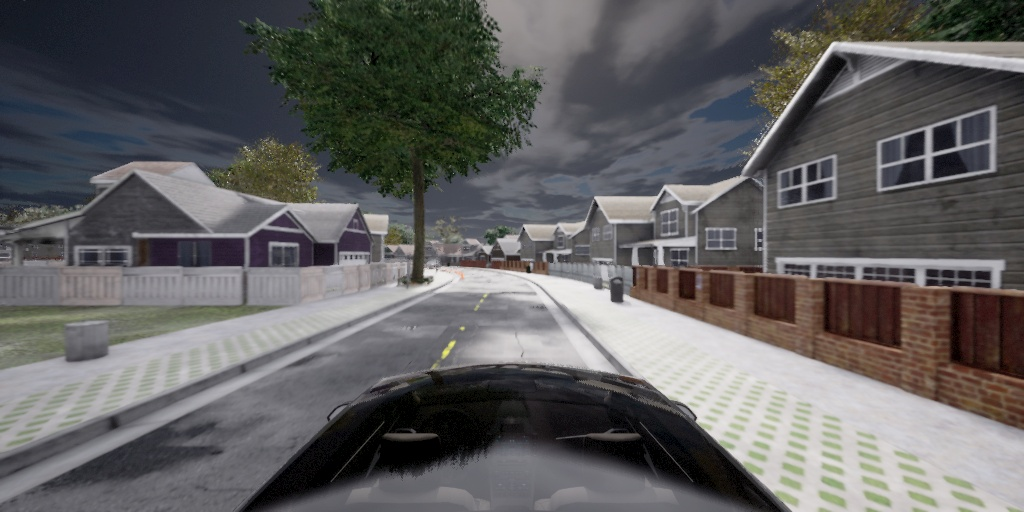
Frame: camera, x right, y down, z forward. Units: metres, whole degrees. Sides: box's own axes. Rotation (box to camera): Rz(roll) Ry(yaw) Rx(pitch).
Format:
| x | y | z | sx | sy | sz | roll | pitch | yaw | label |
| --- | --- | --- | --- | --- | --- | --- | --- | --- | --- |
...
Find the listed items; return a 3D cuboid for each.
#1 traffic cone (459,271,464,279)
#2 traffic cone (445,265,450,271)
| x | y | z | sx | sy | sz | roll | pitch | yaw | label |
| --- | --- | --- | --- | --- | --- | --- | --- | --- | --- |
| -4.711 | 1.906 | 34.257 | 0.340 | 0.580 | 0.340 | 0 | 0 | -7 | traffic cone |
| -10.632 | 2.141 | 57.894 | 0.340 | 0.580 | 0.340 | 0 | 0 | -21 | traffic cone |
